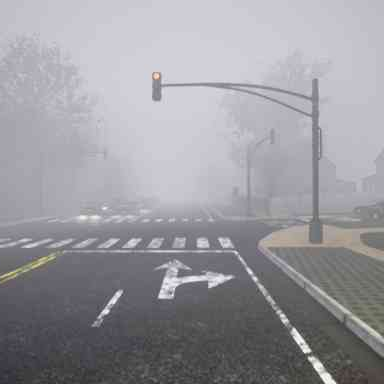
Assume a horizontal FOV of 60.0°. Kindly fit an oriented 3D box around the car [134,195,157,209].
[{"bbox_3d":[-6.564,1.505,45.719,2.128,1.511,4.902,0,0,0],"label":"car"}]

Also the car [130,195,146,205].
[{"bbox_3d":[-9.774,1.378,60.315,2.097,1.767,4.553,0,0,0],"label":"car"}]

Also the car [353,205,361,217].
[{"bbox_3d":[13.176,1.026,22.518,4.181,1.385,1.994,-2,-1,-6],"label":"car"}]

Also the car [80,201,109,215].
[{"bbox_3d":[-9.826,1.569,33.684,1.994,1.385,4.181,0,0,0],"label":"car"}]

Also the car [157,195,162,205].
[{"bbox_3d":[-6.540,1.378,58.188,2.097,1.767,4.553,0,0,0],"label":"car"}]

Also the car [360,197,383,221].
[{"bbox_3d":[12.869,1.044,19.532,4.718,1.301,1.895,-2,-1,-6],"label":"car"}]

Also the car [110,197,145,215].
[{"bbox_3d":[-6.576,1.552,34.376,2.033,1.411,5.357,0,0,0],"label":"car"}]
